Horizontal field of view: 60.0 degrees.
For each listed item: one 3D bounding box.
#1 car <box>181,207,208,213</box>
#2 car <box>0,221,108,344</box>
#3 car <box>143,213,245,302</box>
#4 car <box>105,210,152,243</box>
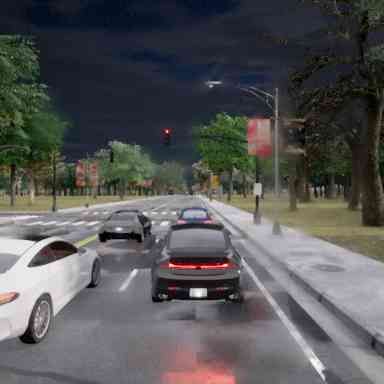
[{"bbox_3d":[0.134,1.525,17.284,1.812,1.442,4.674,0,0,0],"label":"car"},{"bbox_3d":[-3.138,1.525,6.267,1.812,1.442,4.674,0,0,0],"label":"car"},{"bbox_3d":[0.117,1.504,8.212,1.837,1.490,4.892,0,0,0],"label":"car"},{"bbox_3d":[-3.118,1.563,16.209,1.994,1.385,4.181,0,0,0],"label":"car"}]
